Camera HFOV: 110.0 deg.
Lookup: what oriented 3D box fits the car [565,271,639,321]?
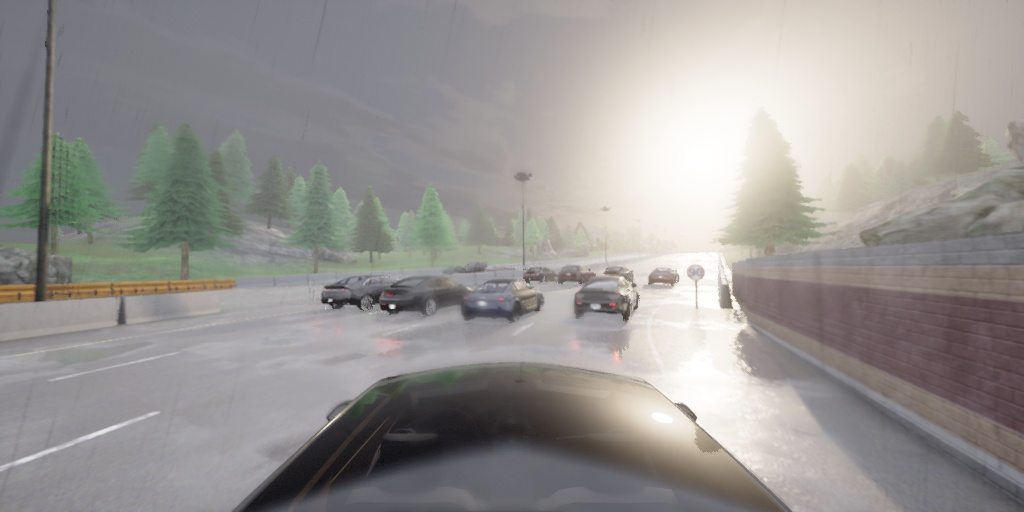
[{"bbox_3d":[3.620,1.464,13.500,1.812,1.442,4.674,-2,-1,25],"label":"car"}]

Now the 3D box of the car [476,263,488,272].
[{"bbox_3d":[-2.831,2.112,52.336,1.812,1.442,4.674,-2,-1,30],"label":"car"}]

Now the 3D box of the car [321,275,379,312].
[{"bbox_3d":[-6.386,1.636,16.718,2.128,1.511,4.902,-1,-1,23],"label":"car"}]

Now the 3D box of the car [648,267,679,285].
[{"bbox_3d":[12.533,1.601,29.566,1.994,1.385,4.181,-2,-1,30],"label":"car"}]

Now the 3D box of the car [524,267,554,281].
[{"bbox_3d":[2.756,1.787,33.627,1.837,1.490,4.892,-2,-1,30],"label":"car"}]

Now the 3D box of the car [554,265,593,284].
[{"bbox_3d":[5.845,1.552,31.989,2.097,1.767,4.553,-2,-1,30],"label":"car"}]

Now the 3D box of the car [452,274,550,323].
[{"bbox_3d":[-0.208,1.553,13.500,1.994,1.385,4.181,-1,-1,22],"label":"car"}]

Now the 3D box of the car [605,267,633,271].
[{"bbox_3d":[9.074,1.624,30.578,1.837,1.490,4.892,-2,-1,30],"label":"car"}]

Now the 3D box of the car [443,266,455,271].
[{"bbox_3d":[-8.817,2.255,55.955,1.837,1.490,4.892,-2,-1,30],"label":"car"}]

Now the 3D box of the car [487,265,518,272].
[{"bbox_3d":[-0.958,2.116,48.587,1.895,1.301,4.718,-2,-1,30],"label":"car"}]

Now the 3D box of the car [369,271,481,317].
[{"bbox_3d":[-3.350,1.572,15.027,1.837,1.490,4.892,-2,-1,22],"label":"car"}]

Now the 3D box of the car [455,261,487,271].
[{"bbox_3d":[-5.658,1.888,54.447,2.150,2.045,5.566,-2,-1,30],"label":"car"}]
